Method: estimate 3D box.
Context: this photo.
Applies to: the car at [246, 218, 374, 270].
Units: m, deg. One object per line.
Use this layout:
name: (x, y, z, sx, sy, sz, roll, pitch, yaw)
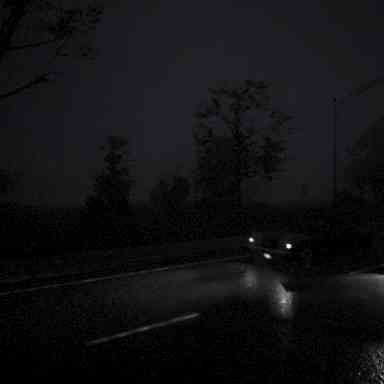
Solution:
car: (4.045, 1.594, 11.177, 4.718, 1.301, 1.895, 0, 0, -35)
